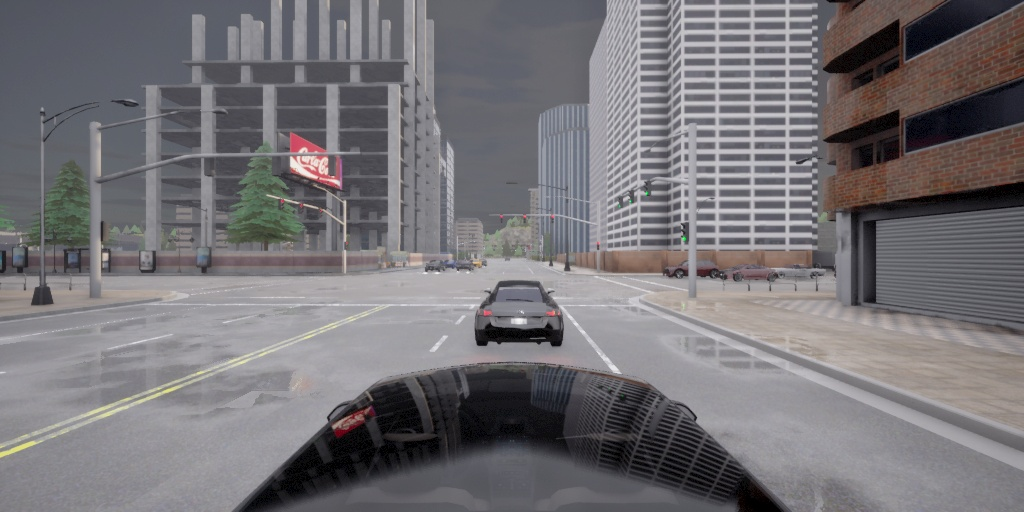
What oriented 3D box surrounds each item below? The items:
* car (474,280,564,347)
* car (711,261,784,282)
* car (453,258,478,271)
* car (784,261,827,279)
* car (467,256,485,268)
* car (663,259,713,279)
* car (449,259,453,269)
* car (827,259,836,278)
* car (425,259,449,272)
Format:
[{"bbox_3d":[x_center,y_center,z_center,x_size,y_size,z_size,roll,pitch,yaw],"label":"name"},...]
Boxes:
[{"bbox_3d":[0.188,1.314,9.392,1.994,1.385,4.181,0,0,1],"label":"car"},{"bbox_3d":[18.793,1.314,28.767,4.181,1.385,1.994,0,0,1],"label":"car"},{"bbox_3d":[-6.290,1.297,49.090,2.033,1.411,5.357,0,0,1],"label":"car"},{"bbox_3d":[25.061,1.351,32.184,4.718,1.301,1.895,0,0,1],"label":"car"},{"bbox_3d":[-6.091,1.228,59.399,1.882,1.535,5.008,0,0,1],"label":"car"},{"bbox_3d":[16.068,1.102,32.301,4.553,1.767,2.097,0,0,1],"label":"car"},{"bbox_3d":[-9.665,1.228,55.701,1.882,1.535,5.008,0,0,1],"label":"car"},{"bbox_3d":[28.679,1.228,28.630,5.008,1.535,1.882,0,0,1],"label":"car"},{"bbox_3d":[-9.839,1.255,46.207,1.837,1.490,4.892,0,0,1],"label":"car"}]
